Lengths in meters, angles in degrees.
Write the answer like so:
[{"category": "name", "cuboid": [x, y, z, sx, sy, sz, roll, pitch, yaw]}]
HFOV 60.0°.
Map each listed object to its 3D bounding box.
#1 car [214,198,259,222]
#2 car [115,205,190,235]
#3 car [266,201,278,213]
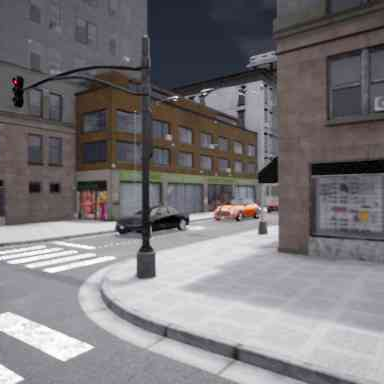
[{"category": "car", "cuboid": [3.602, 1.332, 26.650, 2.097, 1.767, 4.553, 0, 0, 35]}, {"category": "car", "cuboid": [-2.098, 1.499, 18.661, 1.882, 1.535, 5.008, 0, 0, 34]}, {"category": "car", "cuboid": [9.481, 1.539, 34.874, 1.895, 1.301, 4.718, 0, 0, 36]}]
